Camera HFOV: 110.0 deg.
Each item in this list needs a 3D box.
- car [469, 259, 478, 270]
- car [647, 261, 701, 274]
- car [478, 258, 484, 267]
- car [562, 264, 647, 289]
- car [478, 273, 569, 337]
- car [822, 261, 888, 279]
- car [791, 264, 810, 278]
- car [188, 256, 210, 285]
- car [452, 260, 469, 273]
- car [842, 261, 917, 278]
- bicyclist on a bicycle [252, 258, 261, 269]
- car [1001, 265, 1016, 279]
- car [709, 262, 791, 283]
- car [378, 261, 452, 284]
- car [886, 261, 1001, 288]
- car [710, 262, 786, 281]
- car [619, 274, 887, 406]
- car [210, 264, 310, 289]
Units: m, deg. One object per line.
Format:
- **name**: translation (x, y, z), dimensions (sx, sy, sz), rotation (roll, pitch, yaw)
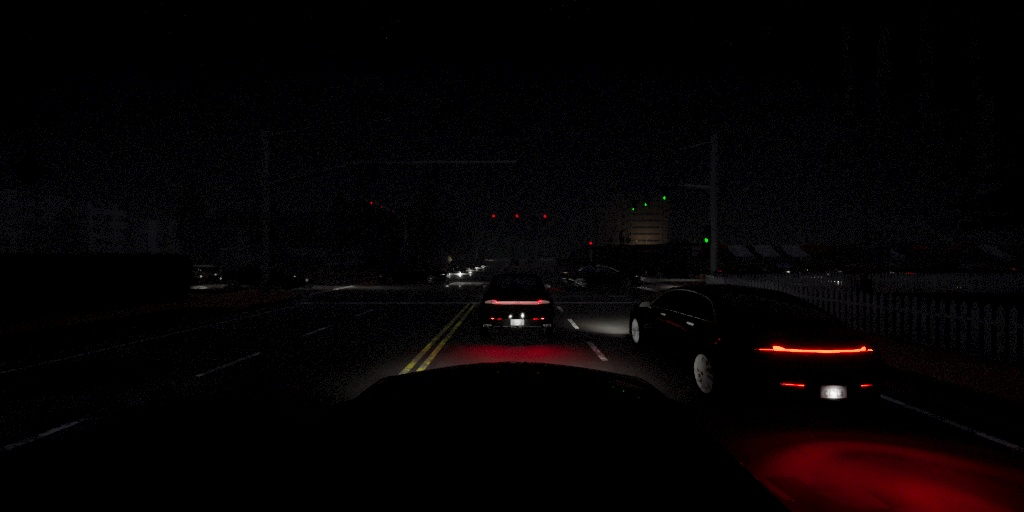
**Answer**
- **car**: translation (-6.751, 1.275, 54.140), dimensions (1.812, 1.442, 4.674), rotation (0, 0, 1)
- **car**: translation (14.936, 1.255, 33.460), dimensions (4.892, 1.490, 1.837), rotation (0, 0, 1)
- **car**: translation (-6.643, 1.314, 64.183), dimensions (1.994, 1.385, 4.181), rotation (0, 0, 1)
- **car**: translation (5.517, 1.242, 22.575), dimensions (4.902, 1.511, 2.128), rotation (0, 0, 0)
- **car**: translation (0.134, 1.241, 10.289), dimensions (2.128, 1.511, 4.902), rotation (0, 0, 0)
- **car**: translation (28.890, 1.276, 30.144), dimensions (4.674, 1.442, 1.812), rotation (0, 0, -1)
- **car**: translation (24.675, 1.297, 33.576), dimensions (5.357, 1.411, 2.033), rotation (0, 0, -1)
- **car**: translation (-23.919, 0.971, 25.552), dimensions (5.566, 2.045, 2.150), rotation (0, 0, -1)
- **car**: translation (-6.823, 1.255, 44.317), dimensions (1.837, 1.490, 4.892), rotation (0, 0, 0)
- **car**: translation (34.499, 1.241, 33.751), dimensions (4.902, 1.511, 2.128), rotation (0, 0, -1)
- **bicyclist on a bicycle**: translation (-26.157, 1.051, 36.812), dimensions (0.582, 1.620, 1.656), rotation (0, 0, -3)
- **car**: translation (38.889, 1.276, 30.322), dimensions (4.674, 1.442, 1.812), rotation (0, 0, -1)
- **car**: translation (17.122, 1.255, 26.240), dimensions (4.892, 1.490, 1.837), rotation (0, 0, -1)
- **car**: translation (-7.174, 1.256, 26.050), dimensions (4.892, 1.490, 1.837), rotation (0, 0, -1)
- **car**: translation (27.450, 1.255, 22.926), dimensions (4.892, 1.490, 1.837), rotation (0, 0, -1)
- **car**: translation (19.629, 1.241, 29.981), dimensions (4.902, 1.511, 2.128), rotation (0, 0, -1)
- **car**: translation (3.589, 1.255, 6.383), dimensions (1.837, 1.490, 4.892), rotation (0, 0, 1)
- **car**: translation (-15.298, 1.241, 22.346), dimensions (4.902, 1.511, 2.128), rotation (0, 0, -2)
